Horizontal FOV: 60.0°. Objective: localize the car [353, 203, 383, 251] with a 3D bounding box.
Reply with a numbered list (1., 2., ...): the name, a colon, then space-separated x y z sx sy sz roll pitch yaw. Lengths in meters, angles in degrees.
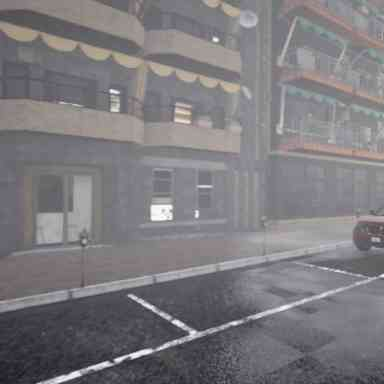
1. car: 8.021 1.211 12.254 5.009 1.841 2.192 -1 1 -35
